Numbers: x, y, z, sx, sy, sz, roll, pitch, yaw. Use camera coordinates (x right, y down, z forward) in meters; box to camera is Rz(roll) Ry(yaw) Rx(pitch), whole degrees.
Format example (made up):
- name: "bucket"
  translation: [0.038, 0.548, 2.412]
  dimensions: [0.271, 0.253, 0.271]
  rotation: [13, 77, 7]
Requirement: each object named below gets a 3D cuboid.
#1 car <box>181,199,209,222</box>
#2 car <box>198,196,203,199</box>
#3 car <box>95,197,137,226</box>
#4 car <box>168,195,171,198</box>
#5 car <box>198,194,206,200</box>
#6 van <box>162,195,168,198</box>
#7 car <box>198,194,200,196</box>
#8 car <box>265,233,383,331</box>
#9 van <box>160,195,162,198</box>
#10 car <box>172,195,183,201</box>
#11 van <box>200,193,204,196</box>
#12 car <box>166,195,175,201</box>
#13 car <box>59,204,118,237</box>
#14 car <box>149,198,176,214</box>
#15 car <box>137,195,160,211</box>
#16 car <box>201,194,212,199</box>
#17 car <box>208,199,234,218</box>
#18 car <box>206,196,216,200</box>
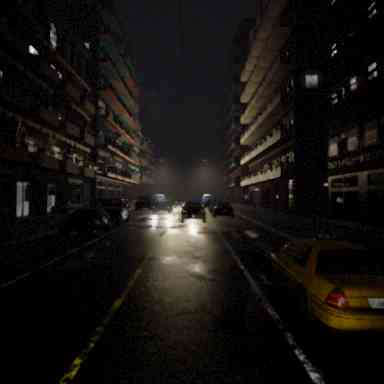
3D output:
- name: "car"
  translation: [0.100, 1.520, 25.907]
  dimensions: [1.812, 1.442, 4.674]
  rotation: [0, 0, 0]
- name: "car"
  translation: [0.101, 1.593, 45.768]
  dimensions: [1.895, 1.301, 4.718]
  rotation: [0, 0, 0]
- name: "car"
  translation: [-5.671, 1.310, 23.796]
  dimensions: [2.192, 1.841, 5.009]
  rotation: [1, 0, 0]
- name: "car"
  translation: [-5.665, 1.544, 63.588]
  dimensions: [2.008, 1.369, 4.403]
  rotation: [1, 0, 0]
- name: "car"
  translation: [2.707, 1.441, 92.072]
  dimensions: [1.967, 1.590, 4.097]
  rotation: [1, 0, 0]
- name: "van"
  translation: [-5.677, 1.334, 57.904]
  dimensions: [1.690, 1.788, 3.998]
  rotation: [1, 0, 0]
- name: "car"
  translation: [2.705, 1.578, 75.017]
  dimensions: [1.802, 1.307, 4.206]
  rotation: [1, 0, 0]
- name: "car"
  translation: [2.705, 1.523, 6.972]
  dimensions: [1.752, 1.417, 4.829]
  rotation: [1, 0, 0]
- name: "van"
  translation: [-5.671, 1.334, 46.534]
  dimensions: [1.690, 1.788, 3.998]
  rotation: [1, 0, 0]
- name: "car"
  translation: [-2.999, 1.347, 77.760]
  dimensions: [2.033, 1.411, 5.357]
  rotation: [0, 0, 0]
- name: "van"
  translation: [2.709, 1.334, 57.964]
  dimensions: [1.690, 1.788, 3.998]
  rotation: [1, 0, 0]
- name: "car"
  translation: [-5.642, 1.564, 86.327]
  dimensions: [1.947, 1.339, 4.313]
  rotation: [1, 0, 0]
- name: "car"
  translation: [-5.676, 1.561, 18.112]
  dimensions: [1.947, 1.339, 4.313]
  rotation: [1, 0, 0]
- name: "car"
  translation: [-3.096, 1.594, 35.325]
  dimensions: [1.895, 1.301, 4.718]
  rotation: [0, 0, 0]
- name: "car"
  translation: [-5.670, 1.308, 40.849]
  dimensions: [2.192, 1.841, 5.009]
  rotation: [1, 0, 0]
- name: "car"
  translation: [2.707, 1.433, 46.594]
  dimensions: [1.967, 1.590, 4.097]
  rotation: [1, 0, 0]
- name: "car"
  translation: [2.704, 1.560, 29.540]
  dimensions: [1.947, 1.339, 4.313]
  rotation: [1, 0, 0]
- name: "car"
  translation: [2.705, 1.519, 35.395]
  dimensions: [1.752, 1.417, 4.829]
  rotation: [1, 0, 0]
